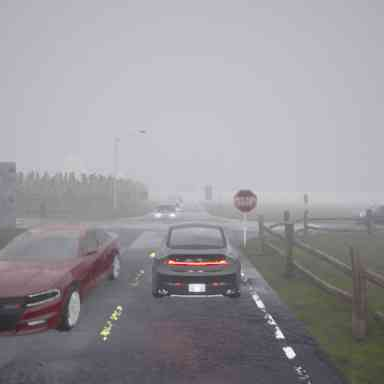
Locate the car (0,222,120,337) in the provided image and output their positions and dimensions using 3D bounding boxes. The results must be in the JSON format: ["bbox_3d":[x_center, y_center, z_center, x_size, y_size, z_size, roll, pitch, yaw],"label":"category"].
[{"bbox_3d":[-2.862,1.479,7.070,1.882,1.535,5.008,0,0,0],"label":"car"}]

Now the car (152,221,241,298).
[{"bbox_3d":[0.087,1.506,8.505,1.837,1.490,4.892,0,0,0],"label":"car"}]

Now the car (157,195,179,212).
[{"bbox_3d":[-2.917,1.484,38.769,1.882,1.535,5.008,0,0,0],"label":"car"}]

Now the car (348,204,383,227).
[{"bbox_3d":[13.927,1.643,24.364,4.553,1.767,2.097,1,-1,0],"label":"car"}]

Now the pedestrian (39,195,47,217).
[{"bbox_3d":[-12.218,1.141,27.267,0.375,1.860,0.375,0,-2,0],"label":"pedestrian"}]

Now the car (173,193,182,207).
[{"bbox_3d":[-2.928,1.361,49.054,2.097,1.767,4.553,0,0,0],"label":"car"}]
